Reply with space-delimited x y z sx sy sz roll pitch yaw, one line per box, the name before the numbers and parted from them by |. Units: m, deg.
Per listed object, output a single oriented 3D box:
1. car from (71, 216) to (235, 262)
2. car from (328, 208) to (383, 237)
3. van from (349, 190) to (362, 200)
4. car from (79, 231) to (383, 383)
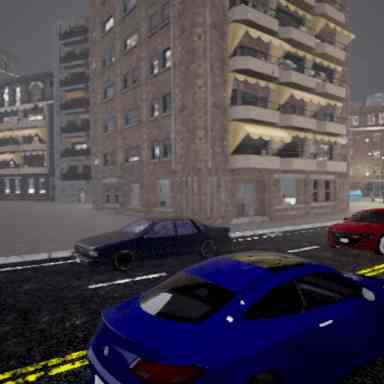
car | -1.045 1.524 10.949 5.357 1.411 2.033 0 0 -36
car | 7.303 1.400 13.080 5.008 1.535 1.882 0 0 -37
van | 29.536 0.553 62.060 3.998 1.788 1.690 1 0 21
car | 1.083 1.509 4.245 4.674 1.442 1.812 0 0 -36
